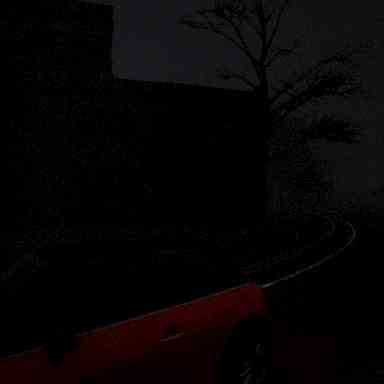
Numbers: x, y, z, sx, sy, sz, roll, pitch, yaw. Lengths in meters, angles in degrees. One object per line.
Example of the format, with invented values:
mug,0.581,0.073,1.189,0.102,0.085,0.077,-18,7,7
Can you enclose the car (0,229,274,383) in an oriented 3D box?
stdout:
car,-1.223,1.371,3.386,4.553,1.767,2.097,0,0,-40
